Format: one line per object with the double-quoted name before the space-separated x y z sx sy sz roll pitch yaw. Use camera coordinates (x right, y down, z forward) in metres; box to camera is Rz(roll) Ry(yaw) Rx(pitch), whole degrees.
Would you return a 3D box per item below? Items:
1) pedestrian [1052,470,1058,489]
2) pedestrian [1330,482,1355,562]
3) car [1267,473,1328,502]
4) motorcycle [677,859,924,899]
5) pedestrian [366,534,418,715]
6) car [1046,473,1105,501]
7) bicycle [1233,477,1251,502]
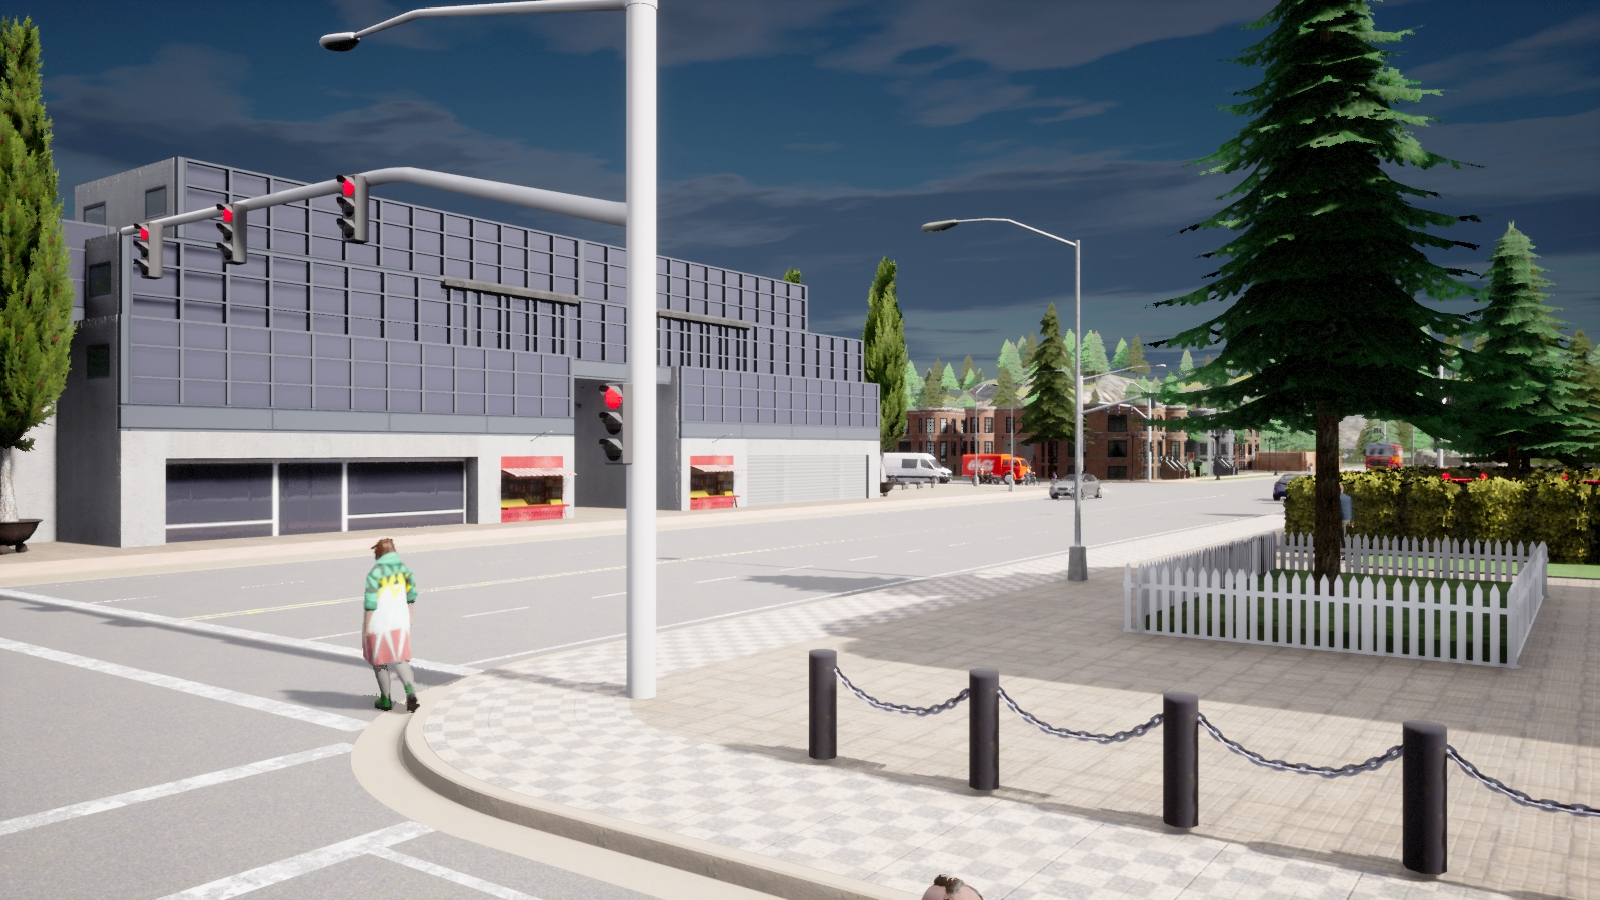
"pedestrian" 17.175 1.976 76.873 0.375 1.300 0.375 0 0 11
"pedestrian" 12.811 1.692 26.961 0.375 1.860 0.375 0 0 -20
"car" 27.765 2.063 63.661 2.163 1.488 4.792 0 0 35
"motorcycle" 0.509 2.205 3.428 2.209 1.251 0.867 0 0 35
"pedestrian" -4.363 1.848 12.225 0.375 1.860 0.375 0 0 38
"car" 15.592 2.065 64.564 1.816 1.474 4.193 0 0 35
"bicycle" 24.334 2.158 62.852 0.859 1.276 1.487 0 0 23
